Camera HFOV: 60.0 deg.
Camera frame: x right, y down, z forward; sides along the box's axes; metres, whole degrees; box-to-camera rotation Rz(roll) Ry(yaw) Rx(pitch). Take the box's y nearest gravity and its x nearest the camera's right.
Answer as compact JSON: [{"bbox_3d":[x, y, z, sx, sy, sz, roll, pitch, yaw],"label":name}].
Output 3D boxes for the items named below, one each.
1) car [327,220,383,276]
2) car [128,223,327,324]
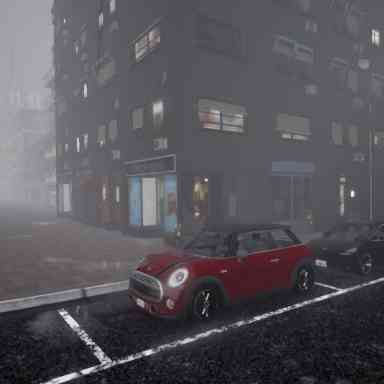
[{"bbox_3d":[5.280,1.563,10.300,4.313,1.339,1.947,0,-1,-35],"label":"car"},{"bbox_3d":[0.709,1.439,7.063,4.097,1.590,1.967,0,-1,-35],"label":"car"}]
